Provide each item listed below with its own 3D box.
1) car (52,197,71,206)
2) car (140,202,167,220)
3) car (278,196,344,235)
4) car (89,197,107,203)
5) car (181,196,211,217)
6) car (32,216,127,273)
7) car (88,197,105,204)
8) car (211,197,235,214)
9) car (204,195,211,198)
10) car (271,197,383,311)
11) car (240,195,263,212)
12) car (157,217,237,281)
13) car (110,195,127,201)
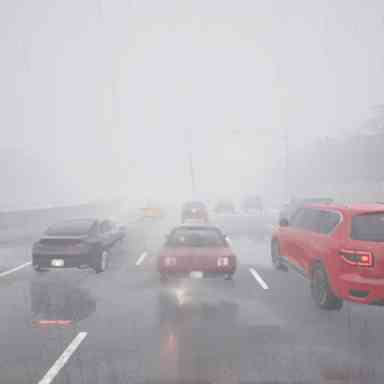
[{"bbox_3d":[-24.125,1.744,61.426,1.882,1.535,5.008,0,0,1],"label":"car"},{"bbox_3d":[-3.310,1.613,29.202,1.882,1.535,5.008,0,0,0],"label":"car"},{"bbox_3d":[7.145,1.318,20.735,2.150,2.045,5.566,0,0,0],"label":"car"},{"bbox_3d":[-17.131,1.867,61.337,1.895,1.301,4.718,0,0,1],"label":"car"},{"bbox_3d":[0.181,1.479,27.446,2.097,1.767,4.553,0,0,0],"label":"car"},{"bbox_3d":[-3.385,1.552,10.825,1.837,1.490,4.892,0,0,0],"label":"car"},{"bbox_3d":[-20.482,1.810,71.330,2.128,1.511,4.902,0,0,1],"label":"car"},{"bbox_3d":[3.653,1.529,38.371,2.097,1.767,4.553,0,0,0],"label":"car"},{"bbox_3d":[4.055,1.873,73.641,1.994,1.385,4.181,0,0,1],"label":"car"},{"bbox_3d":[3.507,1.256,7.941,2.150,2.045,5.566,0,0,0],"label":"car"},{"bbox_3d":[7.275,1.410,41.010,2.150,2.045,5.566,0,0,0],"label":"car"},{"bbox_3d":[0.111,1.644,9.916,1.895,1.301,4.718,0,0,0],"label":"car"},{"bbox_3d":[-13.622,1.494,62.099,2.150,2.045,5.566,0,0,1],"label":"car"}]
